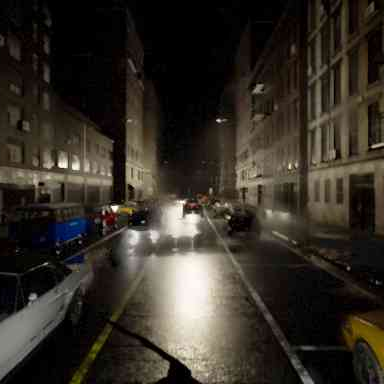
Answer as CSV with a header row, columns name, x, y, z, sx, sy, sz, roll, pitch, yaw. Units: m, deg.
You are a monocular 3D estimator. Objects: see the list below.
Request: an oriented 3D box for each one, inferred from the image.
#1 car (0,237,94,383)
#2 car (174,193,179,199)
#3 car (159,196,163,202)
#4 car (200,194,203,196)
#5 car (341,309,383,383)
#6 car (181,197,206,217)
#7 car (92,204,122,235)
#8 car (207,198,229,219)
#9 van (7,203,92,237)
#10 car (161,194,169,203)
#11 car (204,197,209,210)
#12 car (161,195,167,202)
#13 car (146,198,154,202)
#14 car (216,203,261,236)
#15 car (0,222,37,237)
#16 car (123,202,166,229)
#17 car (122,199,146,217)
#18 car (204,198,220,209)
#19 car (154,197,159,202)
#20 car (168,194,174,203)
name,x,y,z,sx,sy,sz,roll,pitch,yaw
car,-2.844,1.598,4.281,1.895,1.301,4.718,0,0,0
car,-5.423,1.451,93.371,2.008,1.369,4.403,0,0,0
car,-5.405,1.548,45.257,1.802,1.307,4.206,0,0,0
car,2.616,1.478,56.247,1.752,1.417,4.829,0,0,0
car,2.636,1.524,2.119,1.752,1.417,4.829,0,0,0
car,0.087,1.482,30.509,1.837,1.490,4.892,0,0,0
car,-5.395,1.427,18.194,1.967,1.590,4.097,0,0,0
car,2.626,1.530,29.013,2.008,1.369,4.403,0,0,0
van,-5.393,1.332,12.781,1.690,1.788,3.998,0,0,0
car,-5.409,1.503,56.083,2.008,1.369,4.403,0,0,0
car,2.622,1.537,39.838,1.947,1.339,4.313,0,0,0
car,-5.407,1.510,50.670,2.008,1.369,4.403,0,0,0
car,-5.401,1.541,34.431,1.947,1.339,4.313,0,0,0
car,2.630,1.538,18.188,2.008,1.369,4.403,0,0,0
car,-5.391,1.577,7.369,1.802,1.307,4.206,0,0,0
car,-2.844,1.549,21.275,1.994,1.385,4.181,0,0,0
car,-5.399,1.504,28.849,1.752,1.417,4.829,0,0,0
car,2.620,1.532,45.251,1.947,1.339,4.313,0,0,0
car,-5.403,1.496,39.674,1.752,1.417,4.829,0,0,0
car,-5.413,1.252,66.908,2.192,1.841,5.009,0,0,0
